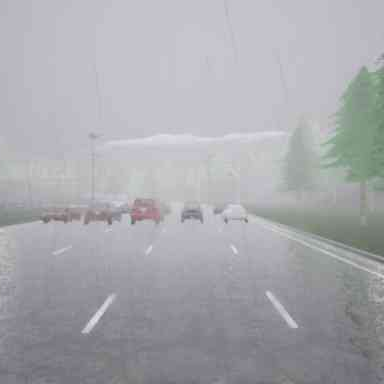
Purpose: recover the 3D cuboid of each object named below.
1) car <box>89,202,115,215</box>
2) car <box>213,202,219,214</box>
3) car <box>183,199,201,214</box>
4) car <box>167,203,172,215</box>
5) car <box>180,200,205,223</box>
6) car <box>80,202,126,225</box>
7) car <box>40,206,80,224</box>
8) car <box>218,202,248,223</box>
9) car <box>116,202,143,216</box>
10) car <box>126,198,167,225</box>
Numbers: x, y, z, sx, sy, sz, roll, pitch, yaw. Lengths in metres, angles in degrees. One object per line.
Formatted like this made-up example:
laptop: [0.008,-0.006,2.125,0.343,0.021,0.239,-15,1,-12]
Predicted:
car: [-10.470,1.898,39.016,1.994,1.385,4.181,0,0,0]
car: [3.524,1.903,39.428,1.994,1.385,4.181,0,0,1]
car: [0.034,1.696,40.254,2.097,1.767,4.553,0,-1,0]
car: [-3.473,1.900,39.131,1.994,1.385,4.181,0,0,0]
car: [0.024,1.748,28.158,1.837,1.490,4.892,0,0,0]
car: [-6.992,1.580,26.655,2.097,1.767,4.553,0,-1,0]
car: [-10.487,1.834,27.175,1.895,1.301,4.718,0,0,0]
car: [3.519,1.766,27.854,1.812,1.442,4.674,0,-1,0]
car: [-6.986,1.871,37.804,2.033,1.411,5.357,0,0,0]
car: [-3.490,1.452,26.686,2.150,2.045,5.566,0,0,0]
